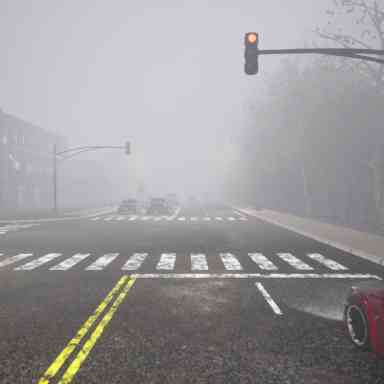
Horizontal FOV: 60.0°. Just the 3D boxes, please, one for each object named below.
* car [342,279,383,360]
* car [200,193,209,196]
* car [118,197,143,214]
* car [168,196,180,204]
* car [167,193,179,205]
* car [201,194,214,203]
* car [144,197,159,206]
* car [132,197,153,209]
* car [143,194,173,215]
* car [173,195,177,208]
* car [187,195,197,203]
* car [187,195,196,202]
[{"bbox_3d":[3.347,1.563,3.531,1.994,1.385,4.181,0,0,0],"label":"car"},{"bbox_3d":[3.123,1.193,76.296,2.150,2.045,5.566,0,0,0],"label":"car"},{"bbox_3d":[-6.653,1.493,35.675,1.837,1.490,4.892,0,0,0],"label":"car"},{"bbox_3d":[-3.406,1.522,64.569,2.033,1.411,5.357,0,0,0],"label":"car"},{"bbox_3d":[-3.425,1.201,53.964,2.150,2.045,5.566,0,0,1],"label":"car"},{"bbox_3d":[3.235,1.575,66.113,1.895,1.301,4.718,0,0,0],"label":"car"},{"bbox_3d":[-6.668,1.505,55.231,1.812,1.442,4.674,0,0,0],"label":"car"},{"bbox_3d":[-6.663,1.476,45.098,2.128,1.511,4.902,0,0,0],"label":"car"},{"bbox_3d":[-3.403,1.341,34.133,2.097,1.767,4.553,0,0,0],"label":"car"},{"bbox_3d":[-3.411,1.532,43.607,2.033,1.411,5.357,0,0,1],"label":"car"},{"bbox_3d":[-0.014,1.326,66.420,2.097,1.767,4.553,0,0,0],"label":"car"},{"bbox_3d":[-0.129,1.492,76.315,1.812,1.442,4.674,0,0,0],"label":"car"}]
